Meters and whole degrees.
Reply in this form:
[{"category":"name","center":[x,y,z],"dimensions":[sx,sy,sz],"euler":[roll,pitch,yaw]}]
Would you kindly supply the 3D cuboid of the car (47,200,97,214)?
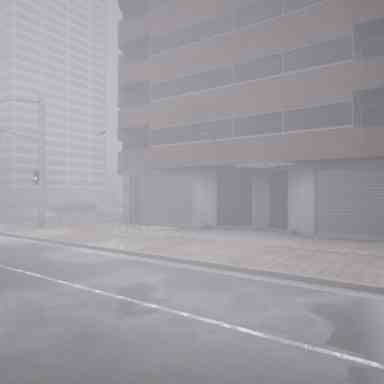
[{"category":"car","center":[-12.967,1.547,36.498],"dimensions":[2.033,1.411,5.357],"euler":[0,0,35]}]
